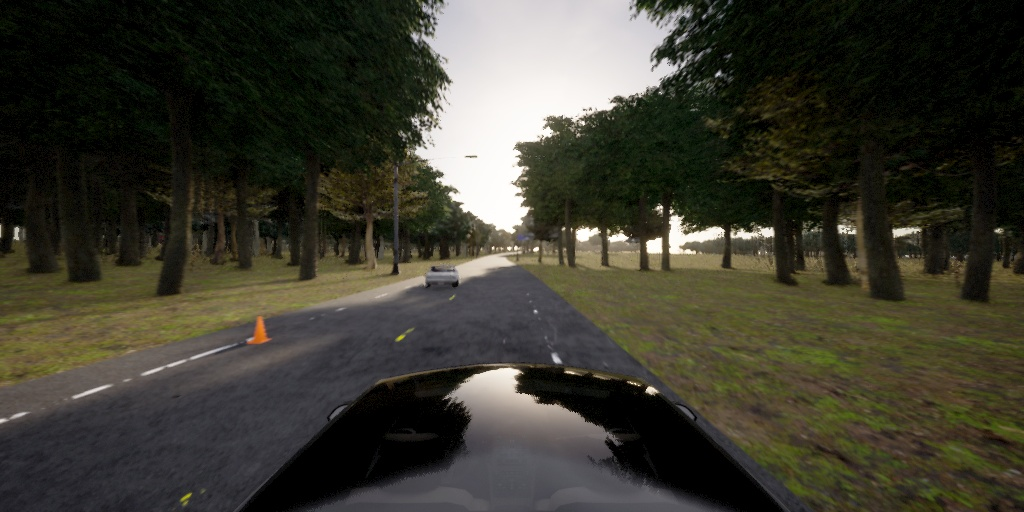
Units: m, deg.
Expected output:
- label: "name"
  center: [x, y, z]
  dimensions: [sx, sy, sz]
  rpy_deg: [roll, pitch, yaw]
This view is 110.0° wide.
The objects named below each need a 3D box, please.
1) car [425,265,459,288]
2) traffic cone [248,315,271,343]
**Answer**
- label: "car"
  center: [-4.316, 1.215, 22.378]
  dimensions: [1.895, 1.301, 4.718]
  rpy_deg: [0, 0, -8]
- label: "traffic cone"
  center: [-5.807, 1.668, 8.265]
  dimensions: [0.340, 0.580, 0.340]
  rpy_deg: [0, 0, 0]
